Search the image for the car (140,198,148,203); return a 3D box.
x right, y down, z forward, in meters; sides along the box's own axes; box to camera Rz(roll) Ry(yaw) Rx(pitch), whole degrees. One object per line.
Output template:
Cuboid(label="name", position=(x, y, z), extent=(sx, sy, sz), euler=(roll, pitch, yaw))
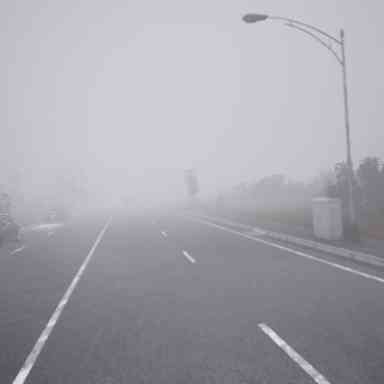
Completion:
Cuboid(label="car", position=(-12.227, 2.140, 85.031), extent=(1.895, 1.301, 4.718), euler=(-3, 0, -8))

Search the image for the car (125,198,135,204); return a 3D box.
Cuboid(label="car", position=(-15.688, 2.303, 84.535), extent=(2.033, 1.411, 5.357), euler=(-3, 0, -8))

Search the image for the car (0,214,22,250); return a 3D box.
Cuboid(label="car", position=(-10.204, 1.927, 16.523), extent=(2.097, 1.767, 4.553), euler=(-3, 0, -11))

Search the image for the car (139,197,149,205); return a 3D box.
Cuboid(label="car", position=(-10.713, 1.908, 74.850), extent=(2.097, 1.767, 4.553), euler=(-3, 0, -9))

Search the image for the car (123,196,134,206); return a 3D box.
Cuboid(label="car", position=(-14.108, 1.974, 73.910), extent=(2.150, 2.045, 5.566), euler=(-3, 0, -9))

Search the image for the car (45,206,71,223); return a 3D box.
Cuboid(label="car", position=(-13.827, 2.263, 34.420), extent=(2.128, 1.511, 4.902), euler=(-3, 0, -11))
